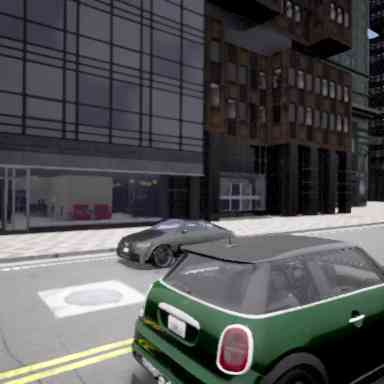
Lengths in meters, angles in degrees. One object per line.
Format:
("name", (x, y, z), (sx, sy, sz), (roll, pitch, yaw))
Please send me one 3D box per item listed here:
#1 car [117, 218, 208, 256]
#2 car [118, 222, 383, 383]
("car", (-0.398, 1.607, 11.393), (4.181, 1.385, 1.994), (0, 0, -36))
("car", (1.582, 1.379, 4.570), (4.553, 1.767, 2.097), (0, 0, -35))
